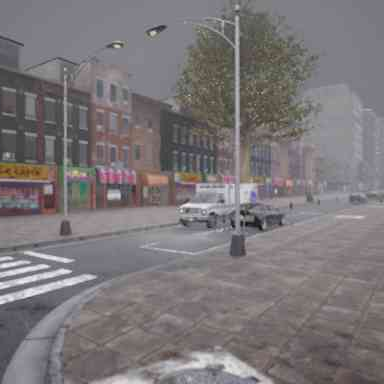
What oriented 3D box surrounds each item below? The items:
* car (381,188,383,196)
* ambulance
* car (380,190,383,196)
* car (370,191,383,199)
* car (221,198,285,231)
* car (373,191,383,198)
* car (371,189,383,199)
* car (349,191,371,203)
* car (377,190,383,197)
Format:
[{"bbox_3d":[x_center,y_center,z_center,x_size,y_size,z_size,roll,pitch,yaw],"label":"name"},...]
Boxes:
[{"bbox_3d":[47.072,-0.080,79.985,2.192,1.841,5.009,1,1,35],"label":"car"},{"bbox_3d":[1.759,0.704,20.046,2.351,2.431,6.366,0,1,35],"label":"ambulance"},{"bbox_3d":[43.968,0.264,75.568,1.802,1.307,4.206,1,1,35],"label":"car"},{"bbox_3d":[34.657,0.479,62.302,1.947,1.339,4.313,1,1,35],"label":"car"},{"bbox_3d":[3.619,1.241,18.084,1.947,1.339,4.313,1,1,35],"label":"car"},{"bbox_3d":[37.760,0.402,66.724,1.947,1.339,4.313,1,1,35],"label":"car"},{"bbox_3d":[31.553,0.540,57.880,2.008,1.369,4.403,1,1,35],"label":"car"},{"bbox_3d":[22.241,0.769,44.614,2.008,1.369,4.403,1,1,35],"label":"car"},{"bbox_3d":[40.962,0.282,71.284,1.752,1.417,4.829,1,1,35],"label":"car"}]
